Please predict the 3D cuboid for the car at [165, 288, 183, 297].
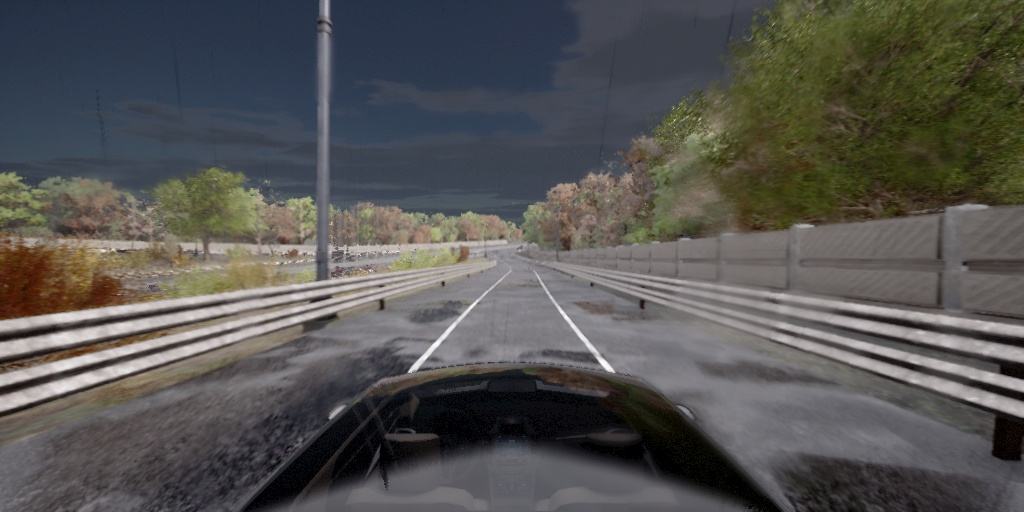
[{"bbox_3d":[-42.186,4.988,47.612,1.895,1.301,4.718,1,4,17],"label":"car"}]
